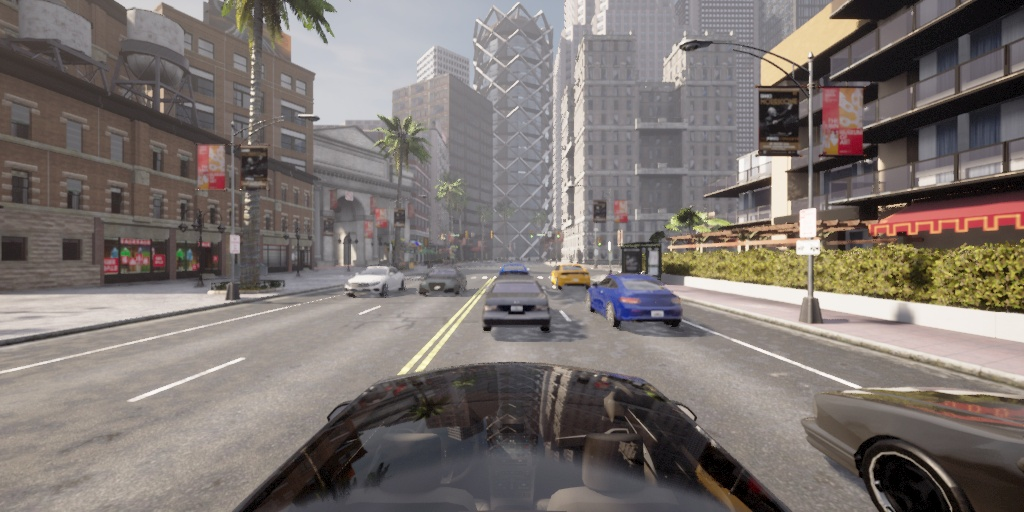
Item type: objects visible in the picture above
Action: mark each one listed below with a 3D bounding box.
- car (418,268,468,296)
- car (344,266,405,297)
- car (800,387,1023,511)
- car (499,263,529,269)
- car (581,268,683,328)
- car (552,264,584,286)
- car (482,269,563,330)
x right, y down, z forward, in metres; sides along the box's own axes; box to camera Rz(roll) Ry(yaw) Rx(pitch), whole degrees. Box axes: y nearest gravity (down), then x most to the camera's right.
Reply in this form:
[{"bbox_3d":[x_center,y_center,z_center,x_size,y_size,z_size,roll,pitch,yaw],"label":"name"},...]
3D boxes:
[{"bbox_3d":[-3.531,1.307,18.952,1.994,1.385,4.181,0,0,0],"label":"car"},{"bbox_3d":[-7.030,1.268,18.923,1.812,1.442,4.674,0,0,1],"label":"car"},{"bbox_3d":[3.658,1.298,0.844,2.033,1.411,5.357,0,0,-1],"label":"car"},{"bbox_3d":[0.136,1.219,23.255,1.882,1.535,5.008,0,0,0],"label":"car"},{"bbox_3d":[3.627,1.271,11.237,1.812,1.442,4.674,0,0,0],"label":"car"},{"bbox_3d":[3.635,1.219,22.851,1.882,1.535,5.008,0,0,0],"label":"car"},{"bbox_3d":[0.115,1.294,11.058,2.033,1.411,5.357,0,0,0],"label":"car"}]
